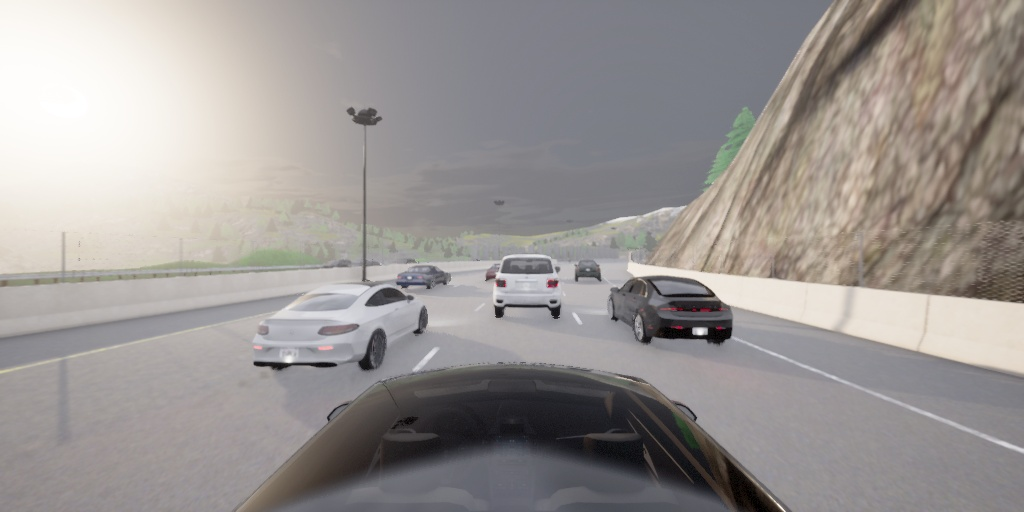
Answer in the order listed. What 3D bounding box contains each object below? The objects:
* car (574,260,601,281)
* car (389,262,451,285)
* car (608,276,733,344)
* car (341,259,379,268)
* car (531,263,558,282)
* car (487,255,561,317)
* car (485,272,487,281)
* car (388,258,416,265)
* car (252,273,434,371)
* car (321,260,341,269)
[{"bbox_3d":[6.448,1.118,30.767,2.097,1.767,4.553,0,0,10],"label":"car"},{"bbox_3d":[-5.471,1.285,22.758,2.033,1.411,5.357,0,0,7],"label":"car"},{"bbox_3d":[3.900,1.264,9.621,1.837,1.490,4.892,0,0,3],"label":"car"},{"bbox_3d":[-19.067,1.198,46.080,2.128,1.511,4.902,0,0,14],"label":"car"},{"bbox_3d":[2.849,1.321,30.542,1.994,1.385,4.181,0,0,10],"label":"car"},{"bbox_3d":[0.621,0.973,13.321,2.150,2.045,5.566,0,0,4],"label":"car"},{"bbox_3d":[-0.851,1.312,29.687,1.994,1.385,4.181,0,0,10],"label":"car"},{"bbox_3d":[-12.830,1.071,42.041,2.097,1.767,4.553,0,0,13],"label":"car"},{"bbox_3d":[-3.205,1.268,7.595,1.812,1.442,4.674,0,0,2],"label":"car"},{"bbox_3d":[-22.544,1.200,46.616,1.837,1.490,4.892,0,0,14],"label":"car"}]
